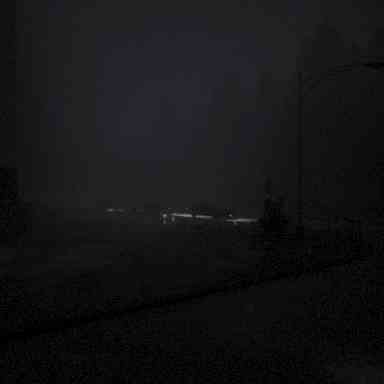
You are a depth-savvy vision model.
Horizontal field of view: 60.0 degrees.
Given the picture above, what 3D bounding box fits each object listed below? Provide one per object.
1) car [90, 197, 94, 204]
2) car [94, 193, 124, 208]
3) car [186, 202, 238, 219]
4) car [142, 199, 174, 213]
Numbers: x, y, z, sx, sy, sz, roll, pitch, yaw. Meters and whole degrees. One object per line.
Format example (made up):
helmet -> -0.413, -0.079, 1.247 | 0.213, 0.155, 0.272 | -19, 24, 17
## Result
car -> -18.055, 1.352, 63.971 | 2.097, 1.767, 4.553 | 0, 0, -35
car -> -11.809, 1.223, 48.098 | 2.150, 2.045, 5.566 | 0, 0, -35
car -> 1.595, 1.547, 29.322 | 2.033, 1.411, 5.357 | 0, 0, -36
car -> -3.806, 1.491, 36.868 | 2.128, 1.511, 4.902 | 0, 0, -36
